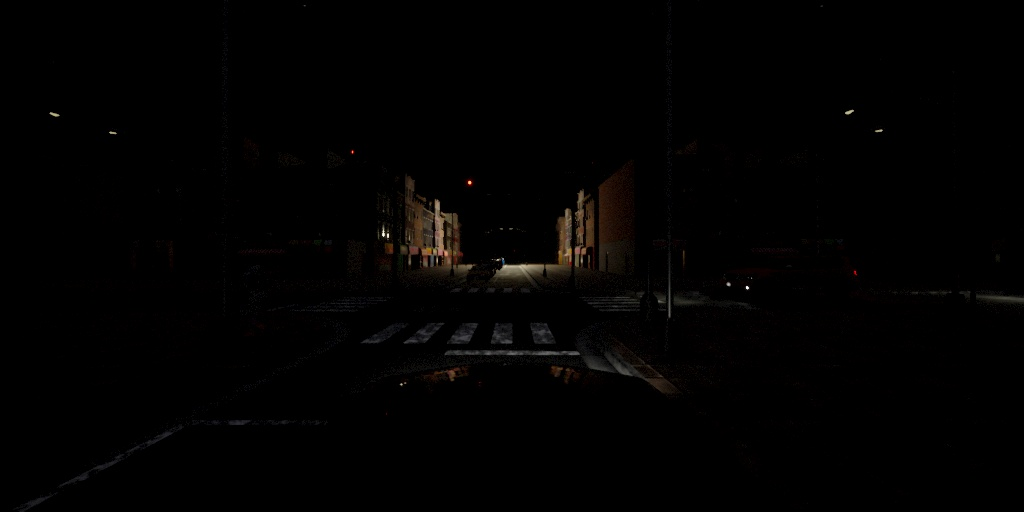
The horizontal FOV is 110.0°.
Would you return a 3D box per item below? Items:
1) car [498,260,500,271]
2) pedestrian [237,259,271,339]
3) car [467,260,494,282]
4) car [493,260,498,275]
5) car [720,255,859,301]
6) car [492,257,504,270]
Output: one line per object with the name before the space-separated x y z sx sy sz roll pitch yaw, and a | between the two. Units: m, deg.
car | -2.617 1.367 40.092 1.802 1.307 4.207 0 0 0
pedestrian | -5.745 0.890 8.023 0.375 1.860 0.375 0 0 0
car | -2.623 1.292 28.713 1.751 1.417 4.829 0 0 0
car | -2.620 1.320 34.487 1.888 1.381 4.507 0 0 0
car | 12.813 0.957 16.717 5.566 2.045 2.150 0 0 -2
car | -2.610 1.249 51.303 1.967 1.591 4.097 0 0 0
